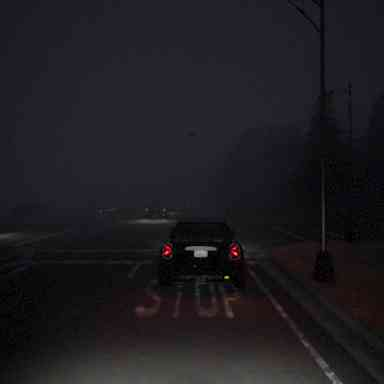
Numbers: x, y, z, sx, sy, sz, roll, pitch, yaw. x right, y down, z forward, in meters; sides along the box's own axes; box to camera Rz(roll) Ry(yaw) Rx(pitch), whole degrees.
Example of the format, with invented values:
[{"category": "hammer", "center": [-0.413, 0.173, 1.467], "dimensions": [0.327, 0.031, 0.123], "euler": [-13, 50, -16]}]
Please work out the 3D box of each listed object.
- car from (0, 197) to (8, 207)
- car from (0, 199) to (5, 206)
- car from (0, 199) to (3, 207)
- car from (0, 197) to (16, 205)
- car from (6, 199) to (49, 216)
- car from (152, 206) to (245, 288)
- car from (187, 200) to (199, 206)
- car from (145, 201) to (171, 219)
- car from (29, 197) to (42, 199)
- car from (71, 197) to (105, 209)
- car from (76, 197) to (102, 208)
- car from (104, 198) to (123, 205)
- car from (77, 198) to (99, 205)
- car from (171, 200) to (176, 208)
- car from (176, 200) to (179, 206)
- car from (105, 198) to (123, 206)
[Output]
[{"category": "car", "center": [-35.751, 2.048, 60.668], "dimensions": [4.514, 1.523, 2.007], "euler": [0, -1, 0]}, {"category": "car", "center": [-43.519, 2.261, 73.085], "dimensions": [3.806, 1.475, 1.970], "euler": [0, -1, 0]}, {"category": "car", "center": [-24.802, 1.868, 38.683], "dimensions": [3.806, 1.475, 1.970], "euler": [0, -1, 0]}, {"category": "car", "center": [-42.907, 2.017, 76.413], "dimensions": [3.866, 1.878, 1.905], "euler": [0, -1, 0]}, {"category": "car", "center": [-17.381, 1.822, 35.703], "dimensions": [3.633, 1.501, 1.845], "euler": [0, -1, 0]}, {"category": "car", "center": [0.356, 1.471, 9.777], "dimensions": [2.097, 1.767, 4.553], "euler": [0, -1, 4]}, {"category": "car", "center": [0.107, 2.213, 59.539], "dimensions": [2.128, 1.511, 4.902], "euler": [0, -1, 0]}, {"category": "car", "center": [-3.592, 1.768, 34.281], "dimensions": [2.097, 1.767, 4.553], "euler": [0, -1, 0]}, {"category": "car", "center": [-35.039, 1.998, 73.126], "dimensions": [4.605, 1.855, 1.932], "euler": [0, -1, 0]}, {"category": "car", "center": [-17.244, 1.770, 54.288], "dimensions": [4.605, 1.855, 1.932], "euler": [0, -1, 0]}, {"category": "car", "center": [-17.656, 1.785, 57.194], "dimensions": [3.866, 1.878, 1.905], "euler": [0, -1, 0]}, {"category": "car", "center": [-17.979, 2.173, 76.403], "dimensions": [3.806, 1.475, 1.970], "euler": [0, -1, 0]}, {"category": "car", "center": [-25.028, 2.283, 80.064], "dimensions": [4.514, 1.523, 2.007], "euler": [0, -1, 0]}, {"category": "car", "center": [-3.584, 2.096, 47.014], "dimensions": [1.812, 1.442, 4.674], "euler": [0, 0, 0]}, {"category": "car", "center": [-3.514, 2.265, 65.019], "dimensions": [1.882, 1.535, 5.008], "euler": [0, -1, 0]}, {"category": "car", "center": [-17.656, 2.016, 69.987], "dimensions": [5.027, 1.636, 2.152], "euler": [0, -1, 0]}]
